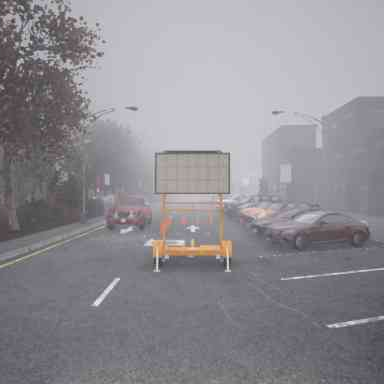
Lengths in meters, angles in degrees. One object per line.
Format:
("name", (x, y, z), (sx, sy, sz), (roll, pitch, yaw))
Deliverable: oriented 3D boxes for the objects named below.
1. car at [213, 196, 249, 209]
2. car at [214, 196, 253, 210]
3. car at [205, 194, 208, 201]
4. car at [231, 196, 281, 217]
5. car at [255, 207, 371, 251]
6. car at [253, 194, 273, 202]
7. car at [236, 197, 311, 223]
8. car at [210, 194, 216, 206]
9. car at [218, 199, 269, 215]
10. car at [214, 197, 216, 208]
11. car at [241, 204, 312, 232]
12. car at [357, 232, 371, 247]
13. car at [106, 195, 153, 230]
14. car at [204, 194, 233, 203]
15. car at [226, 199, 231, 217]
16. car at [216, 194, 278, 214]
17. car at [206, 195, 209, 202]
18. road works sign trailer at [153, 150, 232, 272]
("car", (5.486, 1.424, 47.056), (4.553, 1.767, 2.185), (1, 0, -20))
("car", (5.470, 1.414, 44.054), (4.553, 1.767, 2.185), (1, 0, -20))
("car", (5.414, 1.613, 65.020), (5.366, 1.575, 1.946), (1, 0, -20))
("car", (5.411, 1.369, 23.049), (4.553, 1.767, 2.185), (1, 0, -20))
("car", (5.338, 1.528, 14.036), (4.674, 1.452, 2.002), (1, 0, -20))
("car", (18.637, 1.463, 87.065), (2.435, 2.045, 5.566), (0, 0, -21))
("car", (5.395, 1.366, 20.048), (4.553, 1.767, 2.185), (1, 0, -20))
("car", (5.443, 1.271, 38.041), (5.566, 2.045, 2.435), (1, 0, -20))
("car", (5.419, 1.545, 35.039), (4.792, 1.488, 2.163), (1, 0, -20))
("car", (5.255, 1.503, 31.982), (5.366, 1.575, 1.946), (1, 0, -20))
("car", (5.321, 1.518, 17.028), (4.792, 1.488, 2.163), (1, 0, -20))
("car", (5.318, 1.487, 5.036), (4.892, 1.521, 2.231), (1, 0, -20))
("car", (-3.827, 1.228, 21.265), (2.150, 2.045, 5.566), (0, 0, 0))
("car", (5.622, 1.391, 71.113), (5.566, 2.045, 2.435), (1, 0, -20))
("car", (5.391, 1.538, 26.045), (4.674, 1.452, 2.002), (1, 0, -20))
("car", (5.401, 1.252, 29.024), (5.566, 2.045, 2.435), (1, 0, -20))
("car", (5.554, 1.583, 56.075), (5.008, 1.535, 2.097), (1, -1, -20))
("road works sign trailer", (0.019, 0.465, 10.771), (2.380, 3.560, 2.880), (0, 0, 0))
